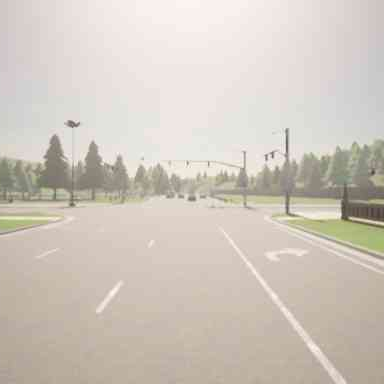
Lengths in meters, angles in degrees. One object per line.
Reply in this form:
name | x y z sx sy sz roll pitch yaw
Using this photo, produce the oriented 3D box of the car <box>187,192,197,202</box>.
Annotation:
car | -0.008 1.312 72.840 1.882 1.535 5.008 0 0 0
